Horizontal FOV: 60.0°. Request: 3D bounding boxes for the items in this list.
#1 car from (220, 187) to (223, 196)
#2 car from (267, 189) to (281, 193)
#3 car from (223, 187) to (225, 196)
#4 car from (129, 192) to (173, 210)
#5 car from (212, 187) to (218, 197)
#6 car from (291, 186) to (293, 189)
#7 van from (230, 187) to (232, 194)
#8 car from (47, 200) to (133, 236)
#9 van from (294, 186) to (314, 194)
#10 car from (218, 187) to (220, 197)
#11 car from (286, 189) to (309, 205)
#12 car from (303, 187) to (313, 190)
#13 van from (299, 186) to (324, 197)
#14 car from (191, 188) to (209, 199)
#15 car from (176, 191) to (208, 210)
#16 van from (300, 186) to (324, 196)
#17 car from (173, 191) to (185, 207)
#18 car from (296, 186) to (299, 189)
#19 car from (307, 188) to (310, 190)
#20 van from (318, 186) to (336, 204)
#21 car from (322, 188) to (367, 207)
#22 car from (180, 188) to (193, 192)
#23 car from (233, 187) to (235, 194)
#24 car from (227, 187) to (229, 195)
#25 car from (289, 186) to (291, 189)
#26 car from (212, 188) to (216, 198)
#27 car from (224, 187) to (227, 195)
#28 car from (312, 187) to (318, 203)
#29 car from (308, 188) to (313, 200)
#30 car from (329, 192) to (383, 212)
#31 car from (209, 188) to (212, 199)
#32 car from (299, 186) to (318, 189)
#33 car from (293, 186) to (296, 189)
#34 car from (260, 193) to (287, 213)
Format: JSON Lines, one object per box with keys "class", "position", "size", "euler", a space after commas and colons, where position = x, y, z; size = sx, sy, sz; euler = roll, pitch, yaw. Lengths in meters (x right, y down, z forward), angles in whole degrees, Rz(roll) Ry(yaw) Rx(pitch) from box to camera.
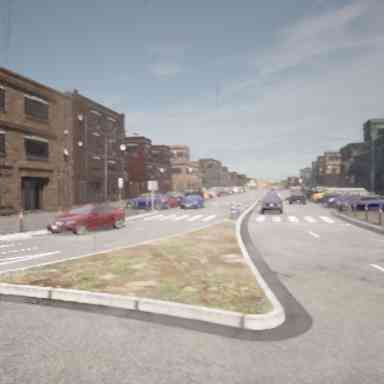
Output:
{"class": "car", "position": [3.157, 0.213, 66.383], "size": [4.553, 1.767, 2.185], "euler": [0, 1, 14]}
{"class": "car", "position": [12.177, 0.617, 50.933], "size": [2.033, 1.411, 5.357], "euler": [0, 1, 14]}
{"class": "car", "position": [3.788, 0.282, 69.069], "size": [4.892, 1.521, 2.231], "euler": [0, 1, 14]}
{"class": "car", "position": [-4.697, 0.932, 34.241], "size": [4.553, 1.767, 2.185], "euler": [0, 1, 14]}
{"class": "car", "position": [1.788, 0.333, 61.042], "size": [4.553, 1.767, 2.185], "euler": [0, 1, 14]}
{"class": "car", "position": [26.926, -0.409, 78.840], "size": [5.566, 2.045, 2.435], "euler": [0, 1, 14]}
{"class": "van", "position": [6.541, -0.171, 79.869], "size": [4.442, 1.987, 1.878], "euler": [0, 1, 14]}
{"class": "car", "position": [-5.448, 1.373, 17.793], "size": [1.812, 1.442, 4.674], "euler": [0, 1, 27]}
{"class": "van", "position": [27.501, -0.436, 81.558], "size": [4.442, 1.987, 1.878], "euler": [0, 1, 14]}
{"class": "car", "position": [2.442, 0.273, 63.720], "size": [4.553, 1.767, 2.185], "euler": [0, 1, 14]}
{"class": "car", "position": [13.012, 0.769, 41.298], "size": [1.837, 1.490, 4.892], "euler": [0, 1, 14]}
{"class": "car", "position": [20.519, 0.432, 51.807], "size": [5.366, 1.575, 1.946], "euler": [0, 1, 14]}
{"class": "van", "position": [23.532, -0.100, 65.368], "size": [4.442, 1.987, 1.878], "euler": [0, 1, 14]}
{"class": "car", "position": [-0.828, 0.458, 50.327], "size": [5.566, 2.045, 2.435], "euler": [0, 1, 14]}
{"class": "car", "position": [0.091, 1.010, 34.818], "size": [1.812, 1.442, 4.674], "euler": [0, 2, 13]}
{"class": "van", "position": [24.420, -0.160, 68.009], "size": [4.442, 1.987, 1.878], "euler": [0, 1, 14]}
{"class": "car", "position": [-3.413, 0.990, 39.610], "size": [4.674, 1.452, 2.002], "euler": [0, 1, 14]}
{"class": "car", "position": [23.010, -0.066, 62.633], "size": [5.566, 2.045, 2.435], "euler": [0, 1, 14]}
{"class": "car", "position": [19.022, 0.567, 46.453], "size": [4.892, 1.521, 2.231], "euler": [0, 1, 14]}
{"class": "van", "position": [16.283, 0.594, 35.802], "size": [4.442, 1.987, 1.878], "euler": [0, 1, 14]}
{"class": "car", "position": [15.736, 0.750, 32.945], "size": [4.553, 1.767, 2.185], "euler": [0, 1, 14]}
{"class": "car", "position": [-2.733, 0.768, 42.278], "size": [4.553, 1.767, 2.185], "euler": [0, 1, 14]}
{"class": "car", "position": [7.528, -0.049, 85.181], "size": [5.366, 1.575, 1.946], "euler": [0, 1, 14]}
{"class": "car", "position": [5.097, 0.168, 74.424], "size": [4.892, 1.521, 2.231], "euler": [0, 1, 14]}
{"class": "car", "position": [28.910, -0.565, 86.933], "size": [5.566, 2.045, 2.435], "euler": [0, 1, 14]}
{"class": "car", "position": [1.160, 0.520, 58.361], "size": [5.008, 1.535, 2.097], "euler": [0, 1, 14]}
{"class": "car", "position": [4.443, 0.224, 71.747], "size": [4.892, 1.521, 2.231], "euler": [0, 1, 14]}
{"class": "car", "position": [17.722, 0.571, 41.047], "size": [4.553, 1.767, 2.185], "euler": [0, 1, 14]}
{"class": "car", "position": [18.379, 0.628, 43.878], "size": [5.008, 1.535, 2.097], "euler": [0, 1, 14]}
{"class": "car", "position": [14.384, 1.002, 27.684], "size": [4.792, 1.488, 2.163], "euler": [0, 1, 14]}
{"class": "car", "position": [0.037, 0.641, 52.960], "size": [5.366, 1.575, 1.946], "euler": [0, 1, 14]}
{"class": "car", "position": [21.000, 0.118, 54.673], "size": [5.566, 2.045, 2.435], "euler": [0, 1, 14]}
{"class": "car", "position": [26.288, -0.102, 76.138], "size": [4.892, 1.521, 2.231], "euler": [0, 1, 14]}
{"class": "car", "position": [7.106, 1.082, 29.716], "size": [2.033, 1.411, 5.357], "euler": [0, 1, 13]}
